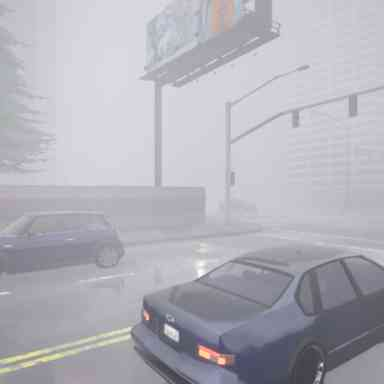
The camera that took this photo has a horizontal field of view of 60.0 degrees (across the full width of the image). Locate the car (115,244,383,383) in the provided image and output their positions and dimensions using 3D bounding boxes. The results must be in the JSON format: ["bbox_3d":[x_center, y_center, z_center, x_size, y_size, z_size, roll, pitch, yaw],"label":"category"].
[{"bbox_3d":[1.796,1.547,5.044,5.357,1.411,2.033,0,0,-37],"label":"car"}]

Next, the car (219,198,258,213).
[{"bbox_3d":[5.055,1.475,36.840,1.882,1.535,5.008,0,0,-35],"label":"car"}]

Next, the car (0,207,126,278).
[{"bbox_3d":[-4.320,1.352,9.508,4.553,1.767,2.097,0,0,-35],"label":"car"}]
